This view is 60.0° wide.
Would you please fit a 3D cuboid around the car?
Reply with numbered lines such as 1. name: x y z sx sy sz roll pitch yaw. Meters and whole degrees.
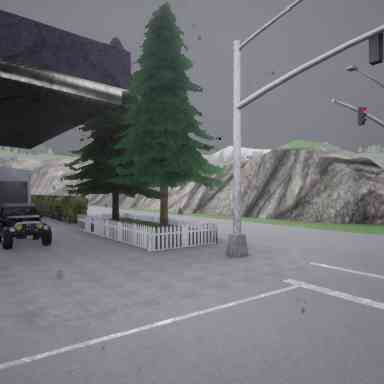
1. car: -8.062 1.505 15.793 1.905 1.878 3.866 0 0 -37
